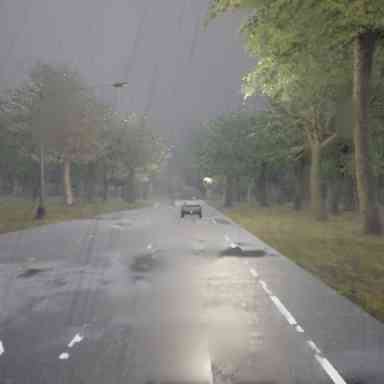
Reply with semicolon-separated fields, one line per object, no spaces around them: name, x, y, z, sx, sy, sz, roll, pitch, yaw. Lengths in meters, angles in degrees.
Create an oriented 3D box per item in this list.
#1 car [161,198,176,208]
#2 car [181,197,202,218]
car;-3.690;1.701;53.025;2.033;1.411;5.357;0;0;3
car;-0.053;1.557;31.247;2.128;1.511;4.902;0;0;0
